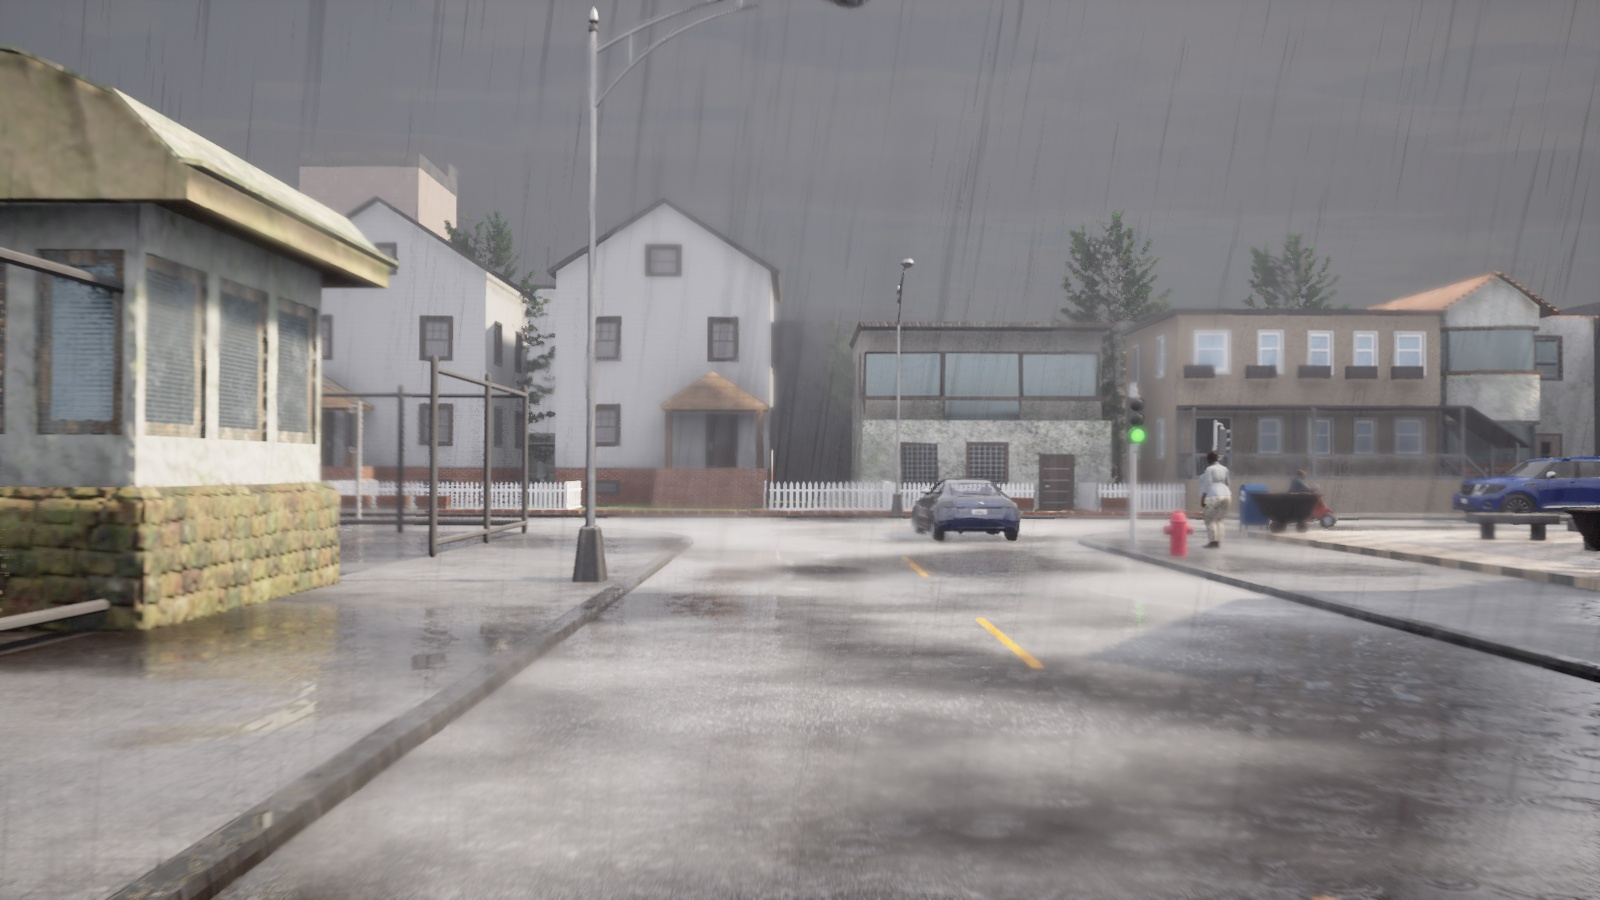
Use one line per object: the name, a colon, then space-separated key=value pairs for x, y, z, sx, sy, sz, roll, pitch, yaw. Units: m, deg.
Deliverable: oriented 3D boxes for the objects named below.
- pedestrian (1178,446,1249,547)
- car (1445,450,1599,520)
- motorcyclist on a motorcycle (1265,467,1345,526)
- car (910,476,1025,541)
pedestrian: x=7.792 y=0.861 z=23.667 sx=0.874 sy=1.855 sz=0.900 roll=0 pitch=-1 yaw=-22
car: x=23.002 y=1.043 z=38.274 sx=5.566 sy=2.045 sz=2.150 roll=0 pitch=-1 yaw=-1
motorcyclist on a motorcycle: x=13.731 y=1.250 z=34.170 sx=1.817 sy=1.590 sz=0.866 roll=0 pitch=-1 yaw=-2
car: x=3.858 y=1.328 z=29.659 sx=1.994 sy=1.385 sz=4.181 roll=0 pitch=-1 yaw=-2
